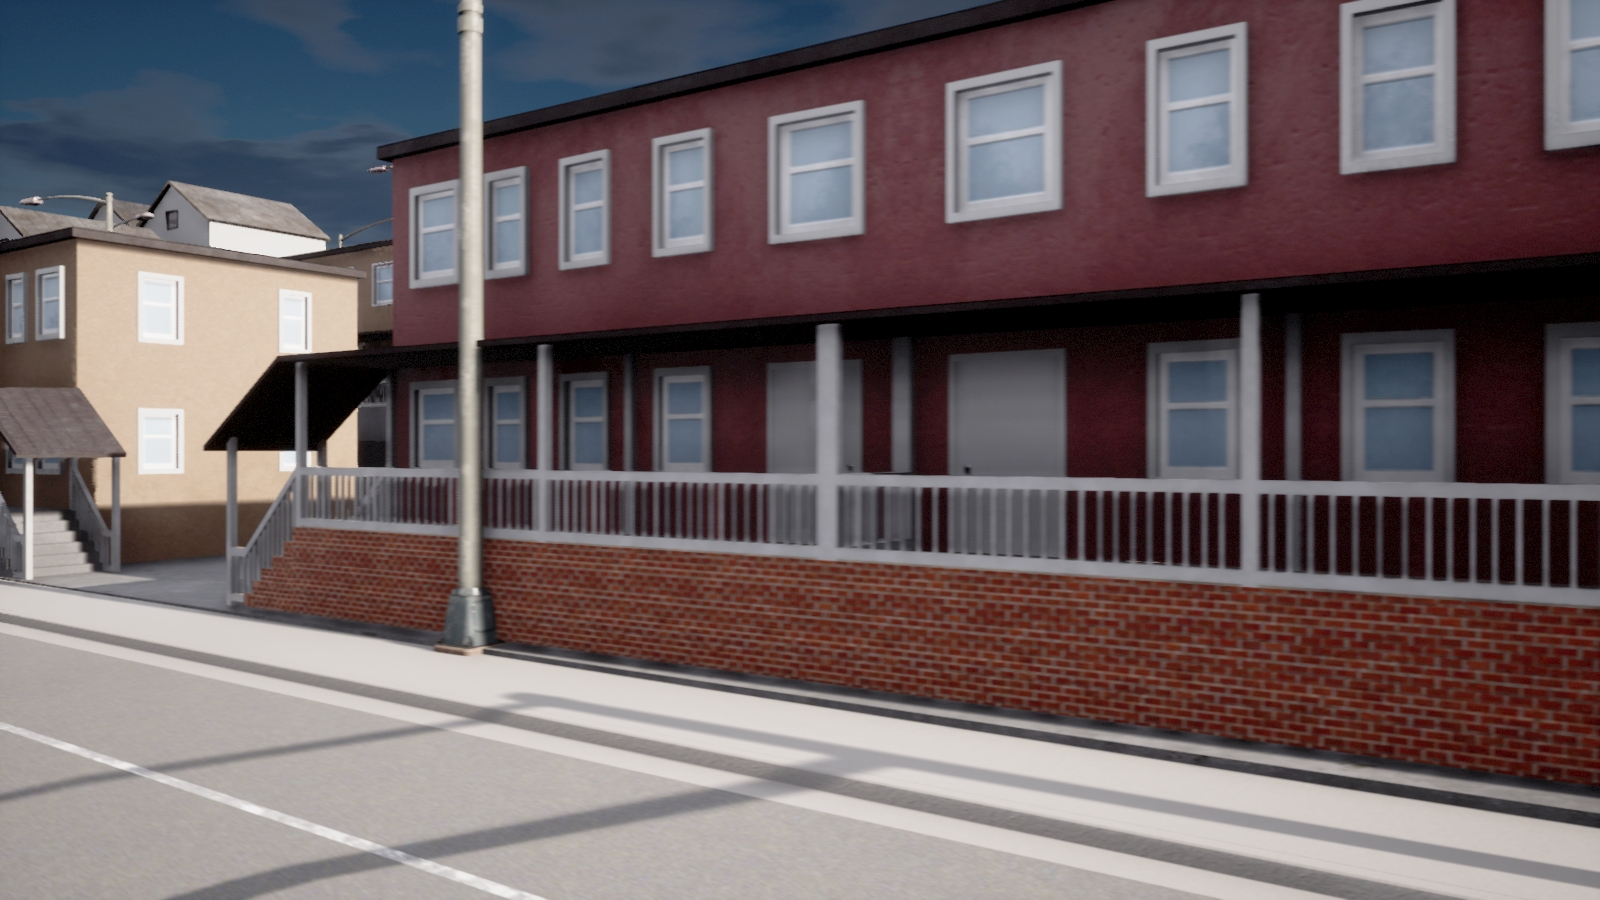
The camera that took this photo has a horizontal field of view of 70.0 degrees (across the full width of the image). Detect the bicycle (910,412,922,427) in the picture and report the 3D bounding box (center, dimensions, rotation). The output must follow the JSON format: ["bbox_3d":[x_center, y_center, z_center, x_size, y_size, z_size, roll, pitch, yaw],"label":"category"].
[{"bbox_3d":[12.510,-3.292,123.270,0.329,1.229,1.835,0,12,34],"label":"bicycle"}]
